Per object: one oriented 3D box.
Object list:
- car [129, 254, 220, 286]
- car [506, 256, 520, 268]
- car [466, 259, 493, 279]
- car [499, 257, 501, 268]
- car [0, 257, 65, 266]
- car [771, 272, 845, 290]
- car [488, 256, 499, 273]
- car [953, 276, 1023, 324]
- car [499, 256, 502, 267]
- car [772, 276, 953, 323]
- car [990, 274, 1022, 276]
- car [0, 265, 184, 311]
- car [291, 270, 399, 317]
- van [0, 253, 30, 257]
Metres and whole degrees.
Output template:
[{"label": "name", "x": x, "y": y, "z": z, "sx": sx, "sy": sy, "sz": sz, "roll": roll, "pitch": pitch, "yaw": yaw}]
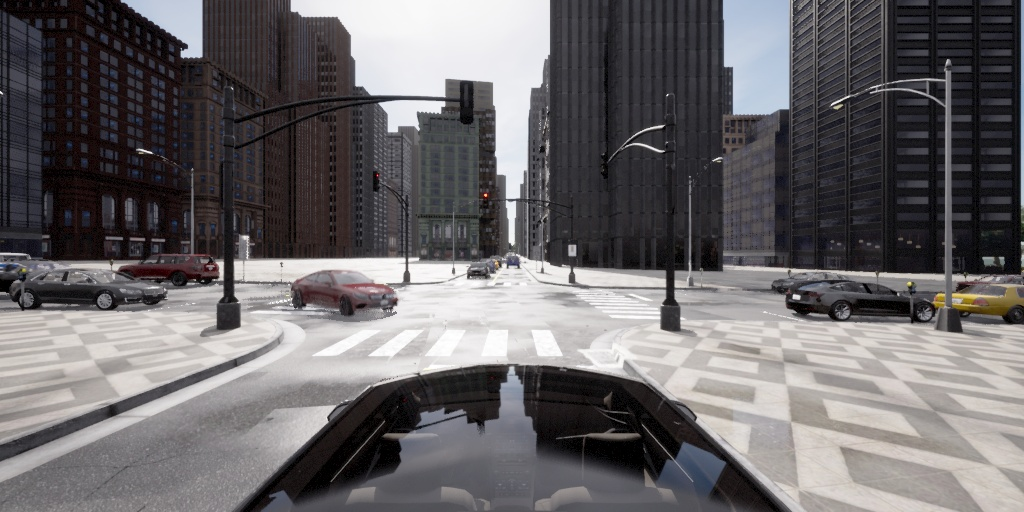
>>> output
[{"label": "car", "x": -20.197, "y": 0.799, "z": 21.164, "sx": 5.009, "sy": 1.841, "sz": 2.192, "roll": 0, "pitch": 0, "yaw": 0}, {"label": "car", "x": 0.188, "y": 0.971, "z": 59.867, "sx": 2.150, "sy": 2.045, "sz": 5.566, "roll": 0, "pitch": 0, "yaw": 0}, {"label": "car", "x": -3.052, "y": 1.255, "z": 33.224, "sx": 1.837, "sy": 1.490, "sz": 4.892, "roll": 0, "pitch": 0, "yaw": 0}, {"label": "car", "x": -3.013, "y": 1.228, "z": 52.476, "sx": 1.882, "sy": 1.535, "sz": 5.008, "roll": 0, "pitch": 0, "yaw": 0}, {"label": "car", "x": -20.432, "y": 0.976, "z": 15.397, "sx": 4.902, "sy": 1.511, "sz": 2.128, "roll": 1, "pitch": 0, "yaw": 0}, {"label": "car", "x": 17.809, "y": 1.591, "z": 21.193, "sx": 4.403, "sy": 1.370, "sz": 2.007, "roll": 0, "pitch": 0, "yaw": 0}, {"label": "car", "x": -3.035, "y": 1.102, "z": 42.277, "sx": 2.097, "sy": 1.767, "sz": 4.553, "roll": 0, "pitch": 0, "yaw": 0}, {"label": "car", "x": 17.956, "y": 1.571, "z": 12.668, "sx": 4.829, "sy": 1.417, "sz": 1.751, "roll": 0, "pitch": 0, "yaw": 0}, {"label": "car", "x": -2.949, "y": 0.973, "z": 63.177, "sx": 2.150, "sy": 2.045, "sz": 5.566, "roll": 0, "pitch": 0, "yaw": 1}, {"label": "car", "x": 12.143, "y": 1.524, "z": 12.678, "sx": 4.313, "sy": 1.339, "sz": 1.948, "roll": 0, "pitch": 0, "yaw": 0}, {"label": "car", "x": 29.095, "y": 1.766, "z": 21.174, "sx": 4.507, "sy": 1.381, "sz": 1.888, "roll": 0, "pitch": 0, "yaw": 0}, {"label": "car", "x": -14.764, "y": 1.116, "z": 12.629, "sx": 4.403, "sy": 1.370, "sz": 2.007, "roll": 0, "pitch": 0, "yaw": 0}, {"label": "car", "x": -6.183, "y": 1.237, "z": 13.071, "sx": 4.674, "sy": 1.442, "sz": 1.812, "roll": 1, "pitch": 0, "yaw": 32}, {"label": "van", "x": -31.116, "y": 0.680, "z": 21.183, "sx": 3.998, "sy": 1.789, "sz": 1.690, "roll": 0, "pitch": 0, "yaw": 0}]
